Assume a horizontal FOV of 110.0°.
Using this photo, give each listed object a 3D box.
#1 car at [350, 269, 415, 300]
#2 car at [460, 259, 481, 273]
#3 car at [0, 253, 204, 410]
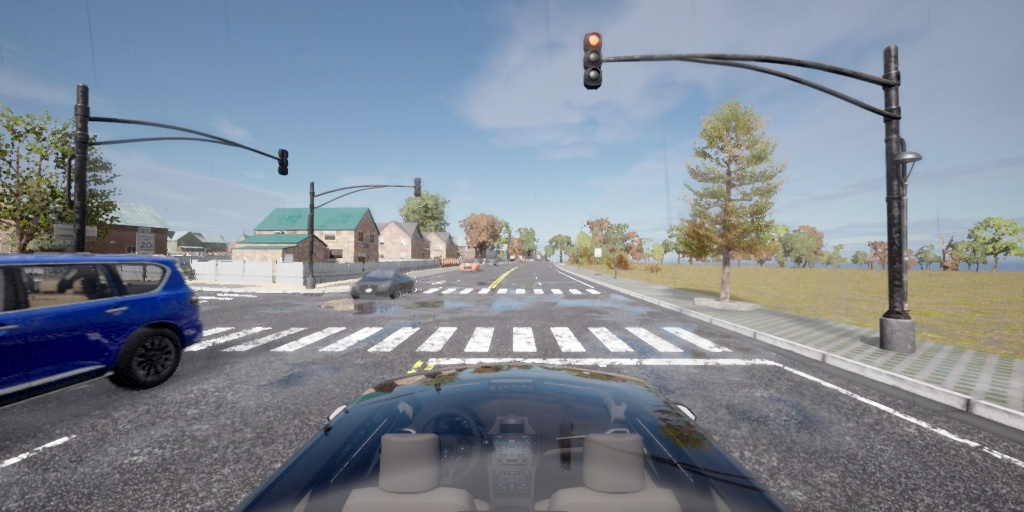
[{"bbox_3d":[-6.301,1.332,17.836,1.994,1.385,4.181,0,0,1],"label":"car"},{"bbox_3d":[-5.304,1.153,45.741,2.097,1.767,4.553,0,0,3],"label":"car"},{"bbox_3d":[-6.484,0.979,3.927,2.150,2.045,5.566,0,0,0],"label":"car"}]
